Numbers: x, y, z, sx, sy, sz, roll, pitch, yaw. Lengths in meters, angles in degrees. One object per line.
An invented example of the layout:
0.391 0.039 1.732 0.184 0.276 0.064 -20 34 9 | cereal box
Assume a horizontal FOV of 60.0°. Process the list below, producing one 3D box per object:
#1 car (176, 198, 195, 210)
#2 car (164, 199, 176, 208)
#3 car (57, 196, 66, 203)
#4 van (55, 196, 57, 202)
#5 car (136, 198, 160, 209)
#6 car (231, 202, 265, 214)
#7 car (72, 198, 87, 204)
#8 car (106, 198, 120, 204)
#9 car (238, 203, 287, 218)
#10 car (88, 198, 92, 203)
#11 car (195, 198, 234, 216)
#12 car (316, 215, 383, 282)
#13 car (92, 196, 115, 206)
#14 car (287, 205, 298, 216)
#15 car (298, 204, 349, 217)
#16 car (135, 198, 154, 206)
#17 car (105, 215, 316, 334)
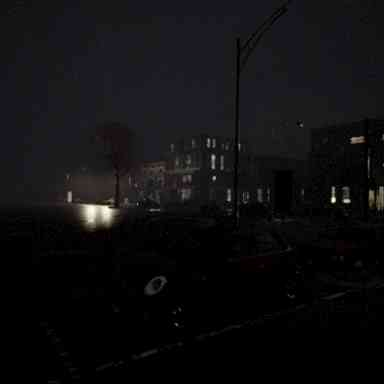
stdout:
0.099 1.780 52.335 2.192 1.841 5.009 1 -1 -35 | car
-3.088 1.932 56.880 1.967 1.590 4.097 1 -1 -35 | car
-32.037 2.031 83.888 1.752 1.417 4.829 1 -1 -35 | car
-35.291 1.876 88.595 1.690 1.788 3.998 1 -1 -35 | van
-6.631 1.922 51.816 1.994 1.385 4.181 1 -1 -34 | car
7.096 1.988 42.298 1.802 1.307 4.206 1 -1 -35 | car
-25.815 2.016 74.899 1.947 1.339 4.313 1 -1 -35 | car
-19.023 2.155 79.809 1.752 1.417 4.829 1 -1 -35 | car
6.628 1.769 32.615 1.812 1.442 4.674 1 -1 -35 | car
-25.242 2.000 88.801 2.192 1.841 5.009 1 -1 -35 | car
2.512 1.641 33.749 1.967 1.590 4.097 1 -1 -35 | car
4.960 1.613 10.038 4.507 1.381 1.887 0 1 -35 | car
-16.241 1.892 61.067 1.752 1.417 4.829 1 -1 -35 | car
10.216 1.945 37.792 1.947 1.339 4.313 1 -1 -35 | car
13.336 1.904 33.285 2.008 1.369 4.403 1 -1 -35 | car
-9.448 1.986 65.977 1.967 1.590 4.097 1 -1 -35 | car
0.363 1.469 6.761 4.097 1.590 1.967 0 1 -35 | car
